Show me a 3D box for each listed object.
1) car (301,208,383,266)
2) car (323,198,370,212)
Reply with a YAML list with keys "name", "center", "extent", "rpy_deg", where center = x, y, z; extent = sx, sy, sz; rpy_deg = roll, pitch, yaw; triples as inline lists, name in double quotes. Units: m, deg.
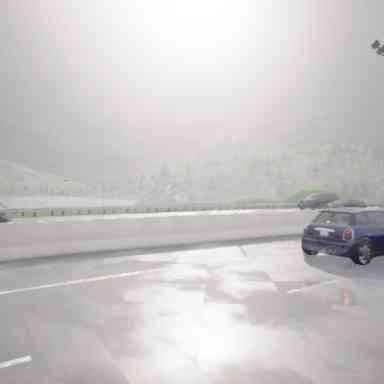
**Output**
- name: "car"
  center: [6.001, 1.340, 11.675]
  extent: [4.553, 1.767, 2.097]
  rpy_deg: [0, 0, -32]
- name: "car"
  center: [17.506, 1.453, 37.738]
  extent: [4.902, 1.511, 2.128]
  rpy_deg: [0, 0, -24]
